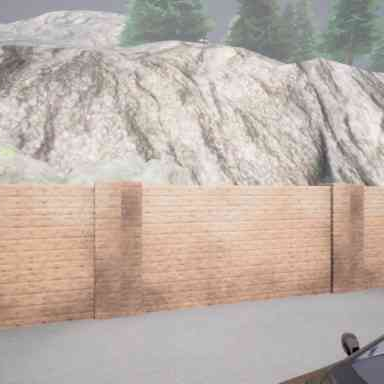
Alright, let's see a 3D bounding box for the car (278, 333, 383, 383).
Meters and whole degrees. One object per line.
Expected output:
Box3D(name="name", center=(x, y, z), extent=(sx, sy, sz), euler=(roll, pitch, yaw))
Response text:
Box3D(name="car", center=(2.193, 1.492, 1.896), extent=(4.902, 1.511, 2.128), euler=(0, 0, -18))
